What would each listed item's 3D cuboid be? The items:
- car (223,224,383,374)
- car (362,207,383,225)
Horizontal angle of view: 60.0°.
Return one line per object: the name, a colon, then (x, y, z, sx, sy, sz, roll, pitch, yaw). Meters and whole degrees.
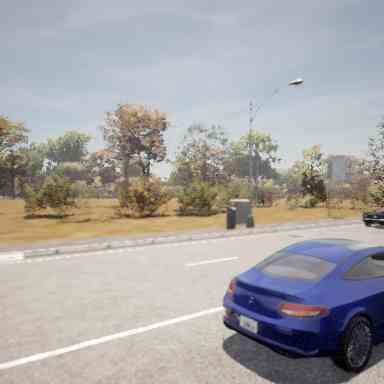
car: (2.603, 1.525, 5.589, 4.674, 1.442, 1.812, 0, 0, -35)
car: (13.144, 1.597, 21.699, 4.718, 1.301, 1.895, 0, 0, -34)
